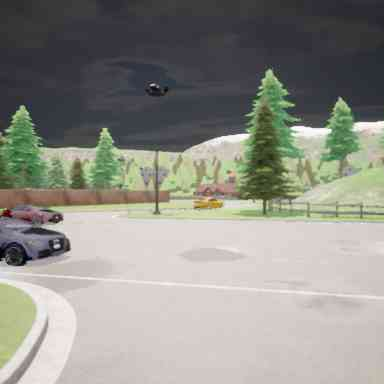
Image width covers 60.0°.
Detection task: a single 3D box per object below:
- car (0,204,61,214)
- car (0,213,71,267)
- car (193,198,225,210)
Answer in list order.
[{"bbox_3d":[-11.126,1.564,23.064,4.181,1.385,1.994,0,0,13],"label":"car"},{"bbox_3d":[-6.280,1.564,11.154,4.181,1.385,1.994,0,0,13],"label":"car"},{"bbox_3d":[2.269,1.483,43.402,1.882,1.535,5.008,1,1,43],"label":"car"}]
